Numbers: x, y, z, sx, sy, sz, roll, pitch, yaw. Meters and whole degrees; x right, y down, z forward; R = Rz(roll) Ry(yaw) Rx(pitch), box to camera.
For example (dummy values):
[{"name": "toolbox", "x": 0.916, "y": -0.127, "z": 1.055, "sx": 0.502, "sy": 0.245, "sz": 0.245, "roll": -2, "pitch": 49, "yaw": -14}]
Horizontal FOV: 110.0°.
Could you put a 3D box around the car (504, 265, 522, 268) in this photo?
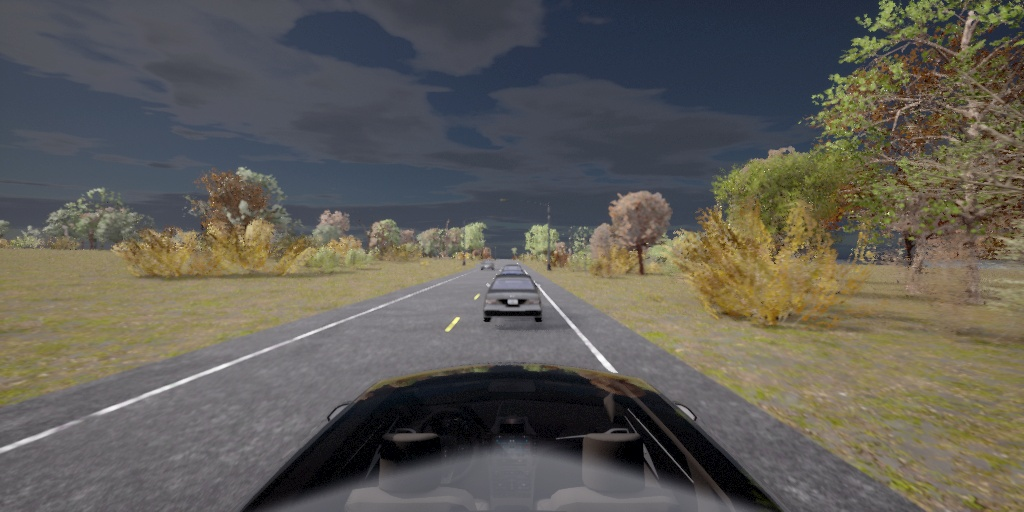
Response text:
[{"name": "car", "x": 0.049, "y": 1.354, "z": 27.472, "sx": 2.033, "sy": 1.411, "sz": 5.357, "roll": 0, "pitch": 0, "yaw": 1}]

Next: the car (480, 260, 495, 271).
[{"name": "car", "x": -3.575, "y": 1.364, "z": 52.890, "sx": 2.128, "sy": 1.511, "sz": 4.902, "roll": 0, "pitch": 0, "yaw": 0}]

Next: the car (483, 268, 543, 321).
[{"name": "car", "x": 0.045, "y": 1.320, "z": 12.464, "sx": 2.033, "sy": 1.411, "sz": 5.357, "roll": 0, "pitch": 0, "yaw": 1}]
